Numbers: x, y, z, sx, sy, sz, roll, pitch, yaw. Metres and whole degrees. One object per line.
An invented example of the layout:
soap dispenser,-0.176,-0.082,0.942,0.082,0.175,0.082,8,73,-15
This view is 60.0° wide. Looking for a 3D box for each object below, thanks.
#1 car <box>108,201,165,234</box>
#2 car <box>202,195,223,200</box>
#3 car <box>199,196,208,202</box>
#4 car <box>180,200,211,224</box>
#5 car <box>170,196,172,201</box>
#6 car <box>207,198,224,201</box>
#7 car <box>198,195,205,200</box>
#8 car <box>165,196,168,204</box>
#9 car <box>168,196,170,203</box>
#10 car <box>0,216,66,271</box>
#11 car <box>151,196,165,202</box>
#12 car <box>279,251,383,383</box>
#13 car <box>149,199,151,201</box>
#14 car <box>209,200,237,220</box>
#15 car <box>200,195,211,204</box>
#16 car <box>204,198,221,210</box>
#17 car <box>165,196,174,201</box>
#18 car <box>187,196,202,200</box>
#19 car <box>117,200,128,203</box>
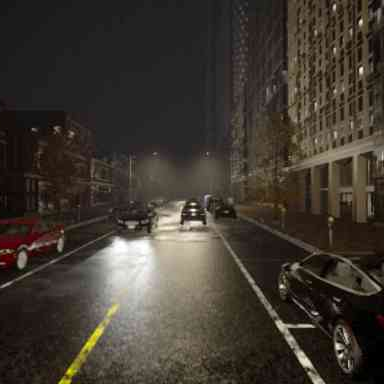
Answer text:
car,-3.038,1.506,19.295,2.128,1.511,4.902,0,0,1
car,2.708,1.346,39.151,2.192,1.841,5.009,1,0,0
car,2.657,1.633,78.660,1.947,1.339,4.313,1,0,0
car,0.097,1.566,24.883,2.033,1.411,5.357,0,0,0
car,-5.689,1.638,67.425,1.802,1.307,4.206,1,0,0
car,2.700,1.608,33.507,1.802,1.307,4.206,1,0,0
car,2.655,1.610,95.762,1.752,1.417,4.829,1,0,0
car,-5.685,1.485,56.138,1.967,1.590,4.097,1,0,0
car,-5.687,1.575,61.611,1.752,1.417,4.829,1,0,0
car,-5.680,1.553,10.985,1.887,1.381,4.507,1,0,0
car,-5.686,1.606,50.493,1.947,1.339,4.313,1,0,0
car,2.701,1.570,5.286,1.947,1.339,4.313,1,0,0
car,-5.683,1.592,33.561,1.947,1.339,4.313,1,0,0
car,2.698,1.587,27.863,1.947,1.339,4.313,1,0,0
car,2.660,1.496,67.371,1.967,1.590,4.097,1,0,0
car,2.679,1.586,44.795,2.008,1.369,4.403,1,0,0
car,-5.691,1.639,84.357,1.947,1.339,4.313,1,0,0
car,0.094,1.538,42.770,1.837,1.490,4.892,0,0,0
car,-5.681,1.461,27.917,1.967,1.590,4.097,1,0,0
